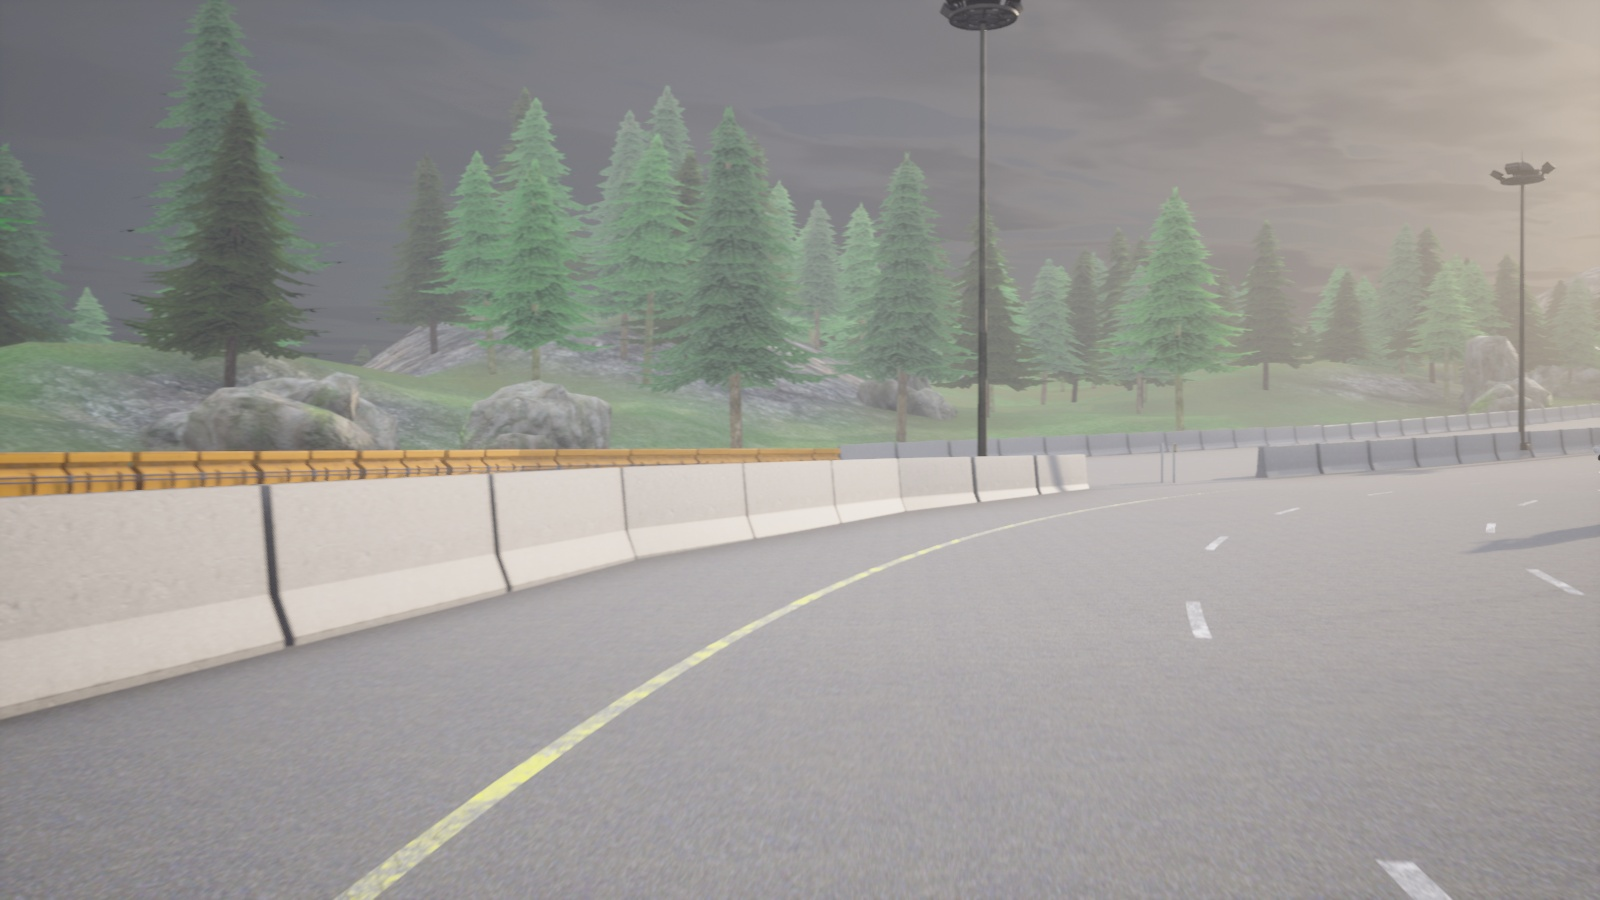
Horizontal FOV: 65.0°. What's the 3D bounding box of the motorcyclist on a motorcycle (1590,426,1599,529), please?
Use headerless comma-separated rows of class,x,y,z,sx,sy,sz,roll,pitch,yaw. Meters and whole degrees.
motorcyclist on a motorcycle,13.112,0.412,19.967,0.866,1.590,1.817,1,1,31
